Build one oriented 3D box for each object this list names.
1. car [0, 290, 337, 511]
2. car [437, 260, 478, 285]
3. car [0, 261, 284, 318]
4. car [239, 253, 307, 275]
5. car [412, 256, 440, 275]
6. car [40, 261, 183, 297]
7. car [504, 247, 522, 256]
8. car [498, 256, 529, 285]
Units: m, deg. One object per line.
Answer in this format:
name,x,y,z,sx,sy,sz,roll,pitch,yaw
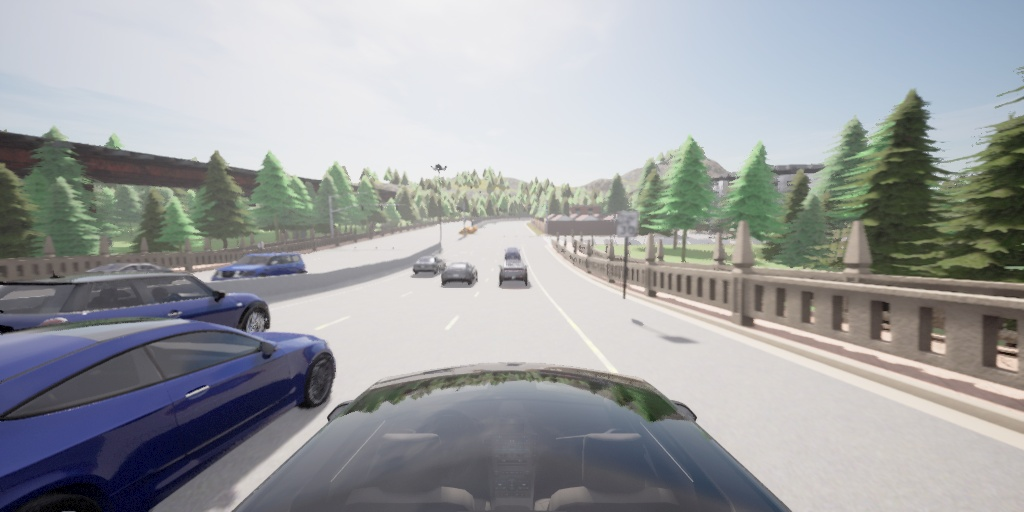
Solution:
car,-3.400,1.270,3.163,1.812,1.442,4.674,0,0,0
car,-3.410,1.070,23.837,1.994,1.385,4.181,0,2,0
car,-6.901,1.081,6.825,2.097,1.767,4.553,0,0,0
car,-14.038,0.836,20.403,2.150,2.045,5.566,0,1,0
car,-6.912,0.710,30.238,2.033,1.411,5.357,0,4,0
car,-21.047,1.130,19.280,2.128,1.511,4.902,0,1,0
car,0.042,-0.333,41.491,1.812,1.442,4.674,0,6,0
car,0.092,0.998,23.764,2.128,1.511,4.902,0,2,0
